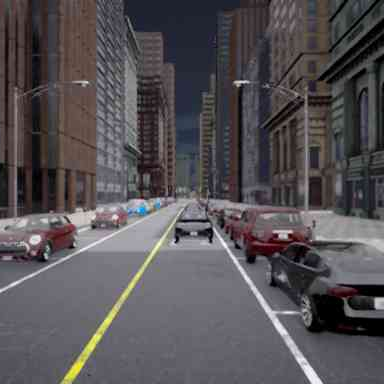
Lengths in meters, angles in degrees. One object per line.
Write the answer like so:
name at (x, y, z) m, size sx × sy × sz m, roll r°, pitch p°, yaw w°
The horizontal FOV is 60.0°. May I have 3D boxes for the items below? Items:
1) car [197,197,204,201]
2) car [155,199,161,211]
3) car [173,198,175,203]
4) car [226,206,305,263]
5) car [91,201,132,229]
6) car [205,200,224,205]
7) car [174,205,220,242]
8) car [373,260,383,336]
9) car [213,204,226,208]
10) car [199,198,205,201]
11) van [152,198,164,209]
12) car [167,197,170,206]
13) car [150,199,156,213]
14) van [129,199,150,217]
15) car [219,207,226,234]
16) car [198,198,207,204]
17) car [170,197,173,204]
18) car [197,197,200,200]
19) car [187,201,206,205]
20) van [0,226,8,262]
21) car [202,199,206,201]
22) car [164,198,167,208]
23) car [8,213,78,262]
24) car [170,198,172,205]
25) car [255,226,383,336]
car at (2.681, 2.365, 74.422) m, size 1.802 × 1.307 × 4.206 m, roll 0°, pitch -1°, yaw 0°
car at (-5.815, 2.031, 46.226) m, size 2.008 × 1.369 × 4.403 m, roll 0°, pitch -1°, yaw 0°
car at (-5.851, 2.396, 80.044) m, size 2.008 × 1.369 × 4.403 m, roll 0°, pitch -1°, yaw 0°
car at (2.746, 1.444, 12.429) m, size 2.192 × 1.841 × 5.009 m, roll 0°, pitch -1°, yaw 0°
car at (-5.791, 1.686, 23.682) m, size 1.967 × 1.590 × 4.097 m, roll 0°, pitch -1°, yaw 0°
car at (2.722, 1.802, 34.971) m, size 1.967 × 1.590 × 4.097 m, roll 0°, pitch -1°, yaw 0°
car at (0.081, 1.671, 17.318) m, size 2.128 × 1.511 × 4.902 m, roll 0°, pitch -1°, yaw 0°
car at (2.758, 1.453, 1.155) m, size 1.967 × 1.590 × 4.097 m, roll 0°, pitch -1°, yaw 0°
car at (2.735, 1.811, 23.698) m, size 1.947 × 1.339 × 4.313 m, roll 0°, pitch -1°, yaw 0°
car at (2.693, 2.243, 63.150) m, size 1.802 × 1.307 × 4.206 m, roll 0°, pitch -1°, yaw 0°
van at (-5.821, 1.882, 51.864) m, size 1.690 × 1.788 × 3.998 m, roll 0°, pitch -1°, yaw 0°
car at (-5.833, 1.977, 63.138) m, size 2.192 × 1.841 × 5.009 m, roll 0°, pitch -1°, yaw 0°
car at (-5.808, 1.944, 40.420) m, size 1.752 × 1.417 × 4.829 m, roll 0°, pitch -1°, yaw 0°
van at (-5.803, 1.703, 34.956) m, size 1.690 × 1.788 × 3.998 m, roll 0°, pitch -1°, yaw 0°
car at (2.740, 1.732, 18.063) m, size 1.887 × 1.381 × 4.507 m, roll 0°, pitch -1°, yaw 0°
car at (2.668, 2.347, 85.695) m, size 1.967 × 1.590 × 4.097 m, roll 0°, pitch -1°, yaw 0°
car at (-5.844, 2.349, 74.407) m, size 1.947 × 1.339 × 4.313 m, roll 0°, pitch -1°, yaw 0°
car at (2.674, 2.427, 80.058) m, size 1.802 × 1.307 × 4.206 m, roll 0°, pitch -1°, yaw 0°
car at (0.064, 1.916, 34.033) m, size 1.994 × 1.385 × 4.181 m, roll 0°, pitch -1°, yaw 0°
van at (-5.773, 1.413, 6.774) m, size 1.690 × 1.788 × 3.998 m, roll 0°, pitch -1°, yaw 0°
car at (2.710, 2.046, 46.242) m, size 1.947 × 1.339 × 4.313 m, roll 0°, pitch -1°, yaw 0°
car at (-5.827, 2.042, 57.499) m, size 1.967 × 1.590 × 4.097 m, roll 0°, pitch -1°, yaw 0°
car at (-5.779, 1.570, 12.409) m, size 1.967 × 1.590 × 4.097 m, roll 0°, pitch -1°, yaw 0°
car at (-5.838, 2.288, 68.771) m, size 1.947 × 1.339 × 4.313 m, roll 0°, pitch -1°, yaw 0°
car at (2.752, 1.637, 6.790) m, size 1.947 × 1.339 × 4.313 m, roll 0°, pitch -1°, yaw 0°
